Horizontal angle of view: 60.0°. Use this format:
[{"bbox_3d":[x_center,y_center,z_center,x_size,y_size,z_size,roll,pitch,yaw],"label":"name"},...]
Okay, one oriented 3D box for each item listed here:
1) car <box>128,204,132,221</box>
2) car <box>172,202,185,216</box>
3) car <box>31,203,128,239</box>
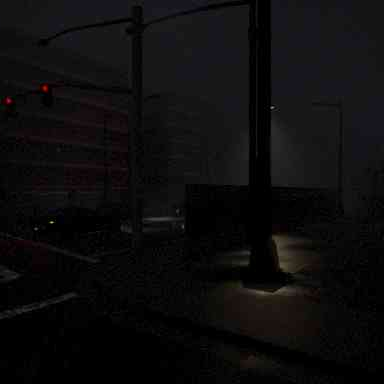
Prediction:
[{"bbox_3d":[-5.616,1.526,23.898,1.812,1.442,4.674,0,0,35],"label":"car"},{"bbox_3d":[0.093,1.492,32.059,2.128,1.511,4.902,0,0,35],"label":"car"},{"bbox_3d":[-5.865,1.526,17.311,1.812,1.442,4.674,0,0,36],"label":"car"}]
